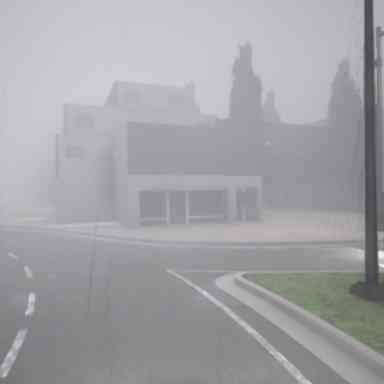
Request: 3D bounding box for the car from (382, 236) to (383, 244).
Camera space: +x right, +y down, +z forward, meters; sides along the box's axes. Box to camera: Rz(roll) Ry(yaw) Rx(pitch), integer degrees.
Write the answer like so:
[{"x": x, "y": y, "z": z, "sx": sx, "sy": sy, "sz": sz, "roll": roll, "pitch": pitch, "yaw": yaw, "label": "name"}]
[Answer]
[{"x": 9.168, "y": 1.451, "z": 12.018, "sx": 4.181, "sy": 1.385, "sz": 1.994, "roll": -1, "pitch": 0, "yaw": -13, "label": "car"}]
